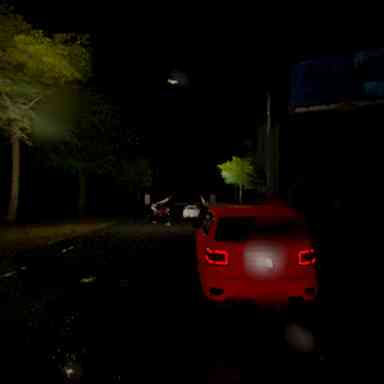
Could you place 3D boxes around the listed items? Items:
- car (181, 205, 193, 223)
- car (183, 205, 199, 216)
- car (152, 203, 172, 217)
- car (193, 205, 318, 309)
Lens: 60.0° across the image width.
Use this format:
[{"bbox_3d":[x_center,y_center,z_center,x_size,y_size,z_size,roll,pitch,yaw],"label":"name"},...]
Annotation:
[{"bbox_3d":[-0.013,2.187,35.218,1.812,1.442,4.674,0,-1,0],"label":"car"},{"bbox_3d":[-0.090,2.461,44.900,1.994,1.385,4.181,0,-1,1],"label":"car"},{"bbox_3d":[-3.597,2.147,40.737,2.097,1.767,4.553,0,-1,0],"label":"car"},{"bbox_3d":[1.206,1.327,8.248,2.150,2.045,5.566,0,-1,0],"label":"car"}]
